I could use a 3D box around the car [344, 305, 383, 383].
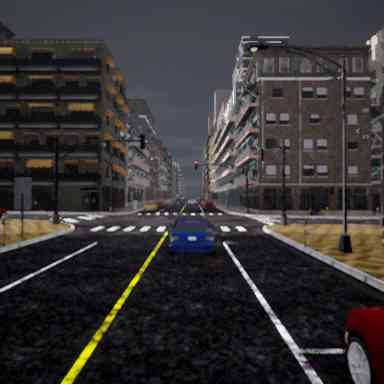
[{"bbox_3d":[2.699,1.568,2.288,1.887,1.381,4.507,1,-1,0],"label":"car"}]

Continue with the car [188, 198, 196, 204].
[{"bbox_3d":[0.025,2.308,87.589,2.128,1.511,4.902,0,-1,0],"label":"car"}]

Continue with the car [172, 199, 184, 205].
[{"bbox_3d":[-2.979,2.241,74.675,1.812,1.442,4.674,0,-1,0],"label":"car"}]

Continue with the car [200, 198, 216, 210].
[{"bbox_3d":[2.712,2.040,51.322,1.887,1.381,4.507,1,-1,0],"label":"car"}]

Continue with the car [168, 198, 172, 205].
[{"bbox_3d":[-5.661,2.290,78.785,1.752,1.417,4.829,1,-1,0],"label":"car"}]

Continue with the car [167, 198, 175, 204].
[{"bbox_3d":[-5.658,2.421,90.001,1.887,1.381,4.507,1,-1,0],"label":"car"}]

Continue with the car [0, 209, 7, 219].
[{"bbox_3d":[-17.244,1.516,26.697,4.507,1.381,1.887,1,-2,0],"label":"car"}]

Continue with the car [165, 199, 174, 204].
[{"bbox_3d":[-5.660,2.372,84.478,2.008,1.369,4.403,1,-1,0],"label":"car"}]

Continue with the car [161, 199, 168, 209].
[{"bbox_3d":[-5.667,2.094,56.862,1.887,1.381,4.507,1,-1,0],"label":"car"}]

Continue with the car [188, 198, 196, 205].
[{"bbox_3d":[0.023,2.327,75.946,1.895,1.301,4.718,0,-1,0],"label":"car"}]

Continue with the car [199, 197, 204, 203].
[{"bbox_3d":[2.715,1.990,56.847,1.967,1.590,4.097,1,-1,0],"label":"car"}]

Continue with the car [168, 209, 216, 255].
[{"bbox_3d":[0.005,1.683,14.001,2.033,1.411,5.357,0,-1,0],"label":"car"}]

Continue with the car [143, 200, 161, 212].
[{"bbox_3d":[-5.670,1.966,45.646,1.752,1.417,4.829,1,-1,0],"label":"car"}]
